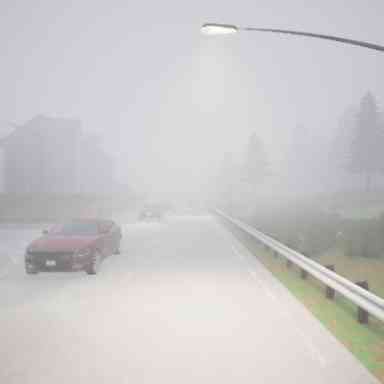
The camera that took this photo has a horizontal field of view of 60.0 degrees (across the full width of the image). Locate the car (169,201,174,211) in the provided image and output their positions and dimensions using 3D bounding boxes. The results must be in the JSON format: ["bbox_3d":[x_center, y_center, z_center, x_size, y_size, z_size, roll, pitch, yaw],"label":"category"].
[{"bbox_3d":[-3.596,1.904,45.676,1.994,1.385,4.181,0,0,0],"label":"car"}]

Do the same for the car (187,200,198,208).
[{"bbox_3d":[0.079,2.016,55.870,1.895,1.301,4.718,0,0,0],"label":"car"}]

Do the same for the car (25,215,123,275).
[{"bbox_3d":[-3.604,1.560,10.987,1.882,1.535,5.008,0,0,0],"label":"car"}]

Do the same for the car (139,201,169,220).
[{"bbox_3d":[-3.611,1.717,30.233,2.128,1.511,4.902,0,0,0],"label":"car"}]
